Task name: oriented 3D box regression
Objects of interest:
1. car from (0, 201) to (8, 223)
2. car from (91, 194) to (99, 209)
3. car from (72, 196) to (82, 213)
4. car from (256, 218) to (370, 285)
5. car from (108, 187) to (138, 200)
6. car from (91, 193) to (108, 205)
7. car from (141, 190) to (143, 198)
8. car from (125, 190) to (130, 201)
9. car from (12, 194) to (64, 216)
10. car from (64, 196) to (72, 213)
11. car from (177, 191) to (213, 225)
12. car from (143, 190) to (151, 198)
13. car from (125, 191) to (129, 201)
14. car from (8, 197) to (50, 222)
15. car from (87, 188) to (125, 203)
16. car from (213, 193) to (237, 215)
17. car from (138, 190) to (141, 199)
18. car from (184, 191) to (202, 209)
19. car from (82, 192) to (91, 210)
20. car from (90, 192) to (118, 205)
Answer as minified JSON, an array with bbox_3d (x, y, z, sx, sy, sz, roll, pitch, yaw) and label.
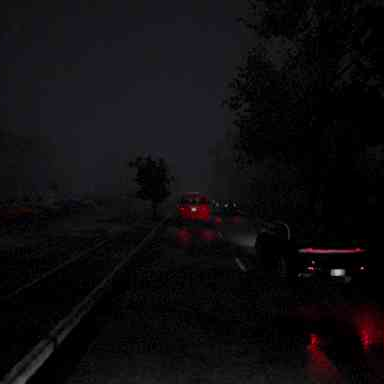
[{"bbox_3d":[-13.805,1.232,18.541,5.566,2.045,2.435,-1,0,-20],"label":"car"},{"bbox_3d":[-13.808,1.325,39.547,4.674,1.452,2.002,-1,1,-20],"label":"car"},{"bbox_3d":[-13.815,1.407,33.548,4.674,1.452,2.002,-1,0,-20],"label":"car"},{"bbox_3d":[3.104,1.496,9.497,2.128,1.511,4.902,0,0,0],"label":"car"},{"bbox_3d":[-13.809,0.690,63.531,5.566,2.045,2.435,-1,1,-20],"label":"car"},{"bbox_3d":[-13.796,1.240,42.547,5.008,1.535,2.097,-1,1,-20],"label":"car"},{"bbox_3d":[-13.805,0.723,72.545,4.553,1.767,2.185,-1,0,-20],"label":"car"},{"bbox_3d":[-13.961,1.017,57.484,5.366,1.575,1.946,-1,1,-20],"label":"car"},{"bbox_3d":[-13.847,1.175,27.522,5.566,2.045,2.435,-1,1,-20],"label":"car"},{"bbox_3d":[-13.841,1.427,30.523,4.792,1.488,2.163,-1,1,-20],"label":"car"},{"bbox_3d":[0.110,1.186,23.734,2.150,2.045,5.566,0,1,0],"label":"car"},{"bbox_3d":[-13.790,0.522,81.541,5.566,2.045,2.435,-1,1,-20],"label":"car"},{"bbox_3d":[-13.616,1.050,54.617,5.366,1.575,1.946,-1,1,-20],"label":"car"},{"bbox_3d":[-13.649,1.444,24.596,5.366,1.575,1.946,-1,0,-20],"label":"car"},{"bbox_3d":[-13.773,0.849,51.562,5.566,2.045,2.435,-1,1,-20],"label":"car"},{"bbox_3d":[3.113,1.240,32.323,2.097,1.767,4.553,0,1,0],"label":"car"},{"bbox_3d":[-13.746,0.750,69.559,4.553,1.767,2.185,-1,1,-20],"label":"car"},{"bbox_3d":[0.118,0.964,42.918,2.150,2.045,5.566,0,1,0],"label":"car"},{"bbox_3d":[-13.841,1.201,36.535,4.553,1.767,2.185,-1,1,-20],"label":"car"},{"bbox_3d":[-13.770,1.175,48.563,4.792,1.488,2.163,-1,1,-20],"label":"car"}]
